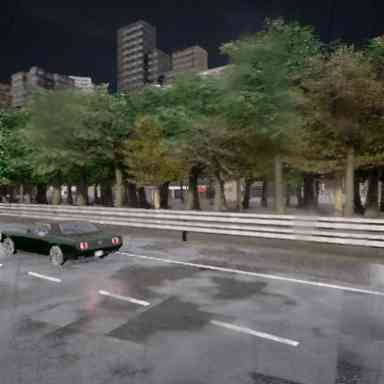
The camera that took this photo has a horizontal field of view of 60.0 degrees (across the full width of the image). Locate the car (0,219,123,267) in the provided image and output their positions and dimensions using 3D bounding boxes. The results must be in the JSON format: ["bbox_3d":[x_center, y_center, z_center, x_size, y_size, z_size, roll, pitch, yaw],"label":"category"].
[{"bbox_3d":[-4.663,1.603,11.500,4.718,1.301,1.895,0,0,36],"label":"car"}]
